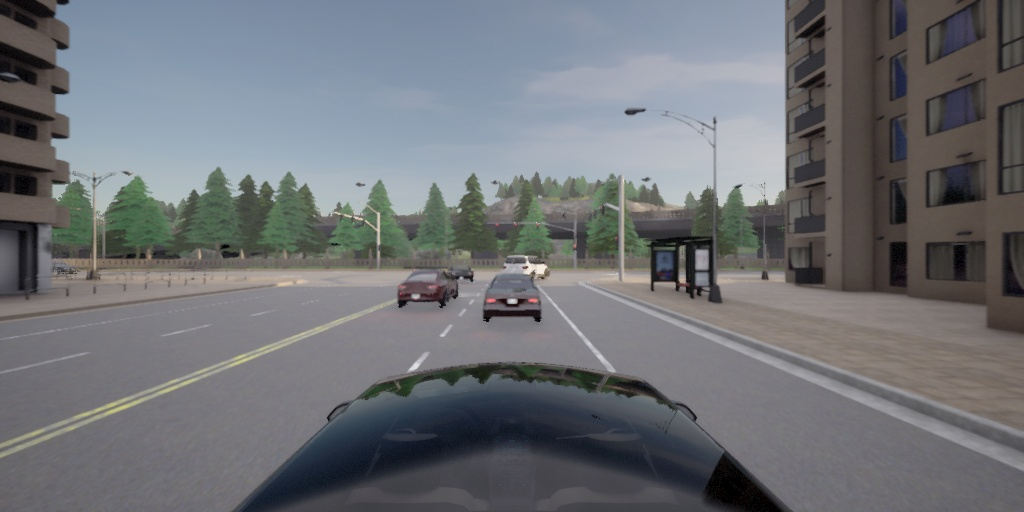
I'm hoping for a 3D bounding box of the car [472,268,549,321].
[{"bbox_3d":[0.022,1.303,12.442,2.033,1.411,5.357,0,0,0],"label":"car"}]

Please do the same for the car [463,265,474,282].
[{"bbox_3d":[-4.252,1.355,28.859,1.895,1.301,4.718,0,0,-13],"label":"car"}]

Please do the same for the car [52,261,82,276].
[{"bbox_3d":[-46.860,1.217,36.322,4.892,1.490,1.837,0,-1,-6],"label":"car"}]

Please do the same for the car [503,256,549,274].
[{"bbox_3d":[1.180,0.979,28.099,2.150,2.045,5.566,0,0,23],"label":"car"}]

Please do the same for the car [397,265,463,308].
[{"bbox_3d":[-3.452,1.282,15.252,1.812,1.442,4.674,0,0,1],"label":"car"}]
